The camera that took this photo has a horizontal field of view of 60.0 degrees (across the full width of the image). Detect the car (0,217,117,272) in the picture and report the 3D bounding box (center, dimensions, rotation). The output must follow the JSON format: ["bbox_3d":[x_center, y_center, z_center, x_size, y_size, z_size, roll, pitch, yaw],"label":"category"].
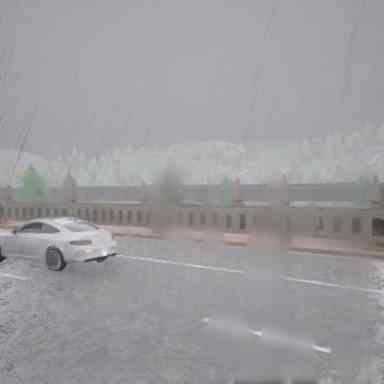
[{"bbox_3d":[-4.504,1.526,10.664,4.674,1.442,1.812,0,0,30],"label":"car"}]
